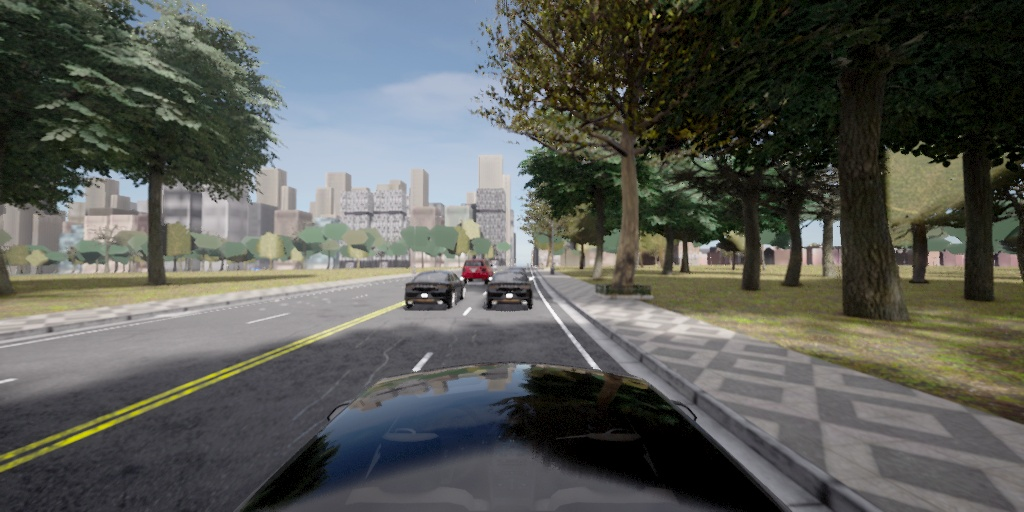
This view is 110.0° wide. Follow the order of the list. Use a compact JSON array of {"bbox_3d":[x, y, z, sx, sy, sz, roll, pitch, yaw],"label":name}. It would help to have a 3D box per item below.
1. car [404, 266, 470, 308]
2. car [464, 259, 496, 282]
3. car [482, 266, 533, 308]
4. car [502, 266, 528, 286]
[{"bbox_3d":[-3.307,1.379,16.196,1.882,1.535,5.008,0,0,1],"label":"car"},{"bbox_3d":[-2.891,1.303,30.680,2.150,2.045,5.566,0,-1,3],"label":"car"},{"bbox_3d":[-0.057,1.380,16.159,1.882,1.535,5.008,0,0,1],"label":"car"},{"bbox_3d":[0.356,1.632,30.519,2.033,1.411,5.357,0,-1,3],"label":"car"}]
